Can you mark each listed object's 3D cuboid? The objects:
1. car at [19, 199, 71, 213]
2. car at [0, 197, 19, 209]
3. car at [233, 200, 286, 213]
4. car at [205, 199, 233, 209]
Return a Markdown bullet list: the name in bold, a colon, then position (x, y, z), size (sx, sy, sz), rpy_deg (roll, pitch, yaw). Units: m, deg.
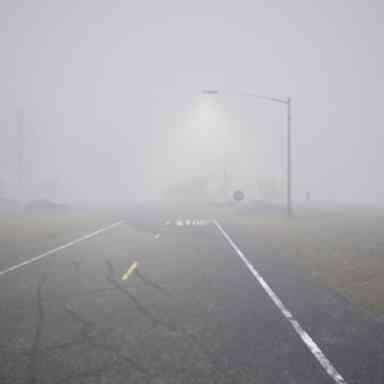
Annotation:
- **car**: position (-15.587, 1.443, 35.978), size (4.674, 1.442, 1.812), rpy_deg (0, 0, -2)
- **car**: position (-24.825, 1.366, 42.705), size (4.892, 1.490, 1.837), rpy_deg (0, 0, -2)
- **car**: position (7.603, 1.554, 36.561), size (5.357, 1.411, 2.033), rpy_deg (0, 0, -2)
- **car**: position (4.036, 1.589, 43.489), size (4.718, 1.301, 1.895), rpy_deg (0, 0, -2)
